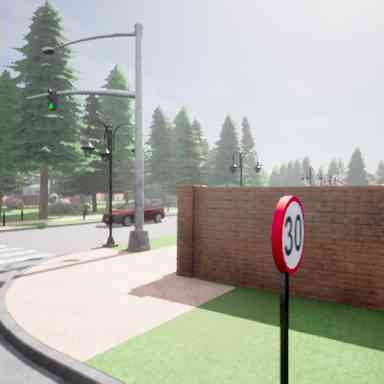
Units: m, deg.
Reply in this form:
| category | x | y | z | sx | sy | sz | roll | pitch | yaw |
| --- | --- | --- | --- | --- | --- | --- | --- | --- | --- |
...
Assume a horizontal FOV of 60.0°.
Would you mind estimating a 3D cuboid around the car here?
| category | x | y | z | sx | sy | sz | roll | pitch | yaw |
| --- | --- | --- | --- | --- | --- | --- | --- | --- | --- |
| car | -3.957 | 1.459 | 23.114 | 1.882 | 1.535 | 5.008 | 0 | 0 | 35 |
